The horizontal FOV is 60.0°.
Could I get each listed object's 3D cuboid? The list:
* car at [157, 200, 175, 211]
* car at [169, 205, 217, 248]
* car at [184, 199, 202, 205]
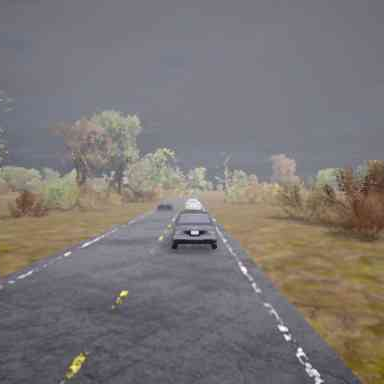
[{"bbox_3d":[-3.088,1.578,39.811,1.895,1.301,4.718,0,0,0],"label":"car"},{"bbox_3d":[0.092,1.539,14.733,2.033,1.411,5.357,0,0,0],"label":"car"},{"bbox_3d":[0.103,1.504,37.467,1.812,1.442,4.674,0,0,0],"label":"car"}]
